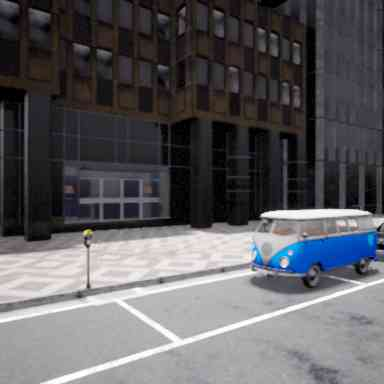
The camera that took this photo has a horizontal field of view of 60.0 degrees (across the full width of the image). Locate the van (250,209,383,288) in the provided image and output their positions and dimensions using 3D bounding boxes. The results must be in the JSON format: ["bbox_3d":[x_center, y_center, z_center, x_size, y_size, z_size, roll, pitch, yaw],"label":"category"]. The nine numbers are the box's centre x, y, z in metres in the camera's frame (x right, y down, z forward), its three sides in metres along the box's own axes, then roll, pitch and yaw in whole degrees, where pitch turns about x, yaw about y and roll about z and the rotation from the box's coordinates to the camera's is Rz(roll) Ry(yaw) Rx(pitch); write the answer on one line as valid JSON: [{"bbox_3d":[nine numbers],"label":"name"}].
[{"bbox_3d":[3.380,1.379,9.054,3.998,1.788,1.690,0,0,-35],"label":"van"}]
